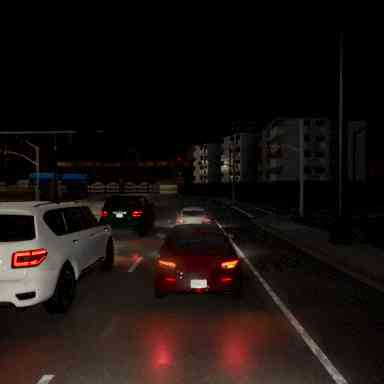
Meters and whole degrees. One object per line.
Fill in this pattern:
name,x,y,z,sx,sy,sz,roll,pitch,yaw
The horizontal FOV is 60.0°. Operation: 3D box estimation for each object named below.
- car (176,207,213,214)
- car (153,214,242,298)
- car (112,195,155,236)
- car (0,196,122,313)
car,0.108,1.490,17.503,1.812,1.442,4.674,0,0,1
car,0.117,1.521,8.416,1.812,1.442,4.674,0,0,0
car,-3.359,1.179,18.131,2.150,2.045,5.566,0,0,0
car,-3.386,1.218,7.772,2.150,2.045,5.566,0,0,0
